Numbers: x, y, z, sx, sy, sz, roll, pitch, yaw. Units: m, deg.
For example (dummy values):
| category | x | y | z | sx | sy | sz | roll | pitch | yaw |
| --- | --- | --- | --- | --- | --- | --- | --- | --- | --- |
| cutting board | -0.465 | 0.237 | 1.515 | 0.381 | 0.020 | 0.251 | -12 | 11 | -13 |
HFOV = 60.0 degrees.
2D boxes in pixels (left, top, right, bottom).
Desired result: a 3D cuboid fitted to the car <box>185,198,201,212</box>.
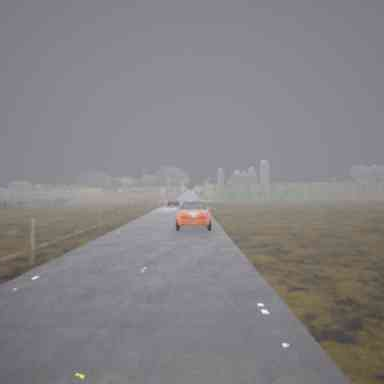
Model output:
| category | x | y | z | sx | sy | sz | roll | pitch | yaw |
| --- | --- | --- | --- | --- | --- | --- | --- | --- | --- |
| car | 0.094 | 1.511 | 39.231 | 1.812 | 1.442 | 4.674 | 0 | 0 | 0 |

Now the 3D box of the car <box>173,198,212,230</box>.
| category | x | y | z | sx | sy | sz | roll | pitch | yaw |
| --- | --- | --- | --- | --- | --- | --- | --- | --- | --- |
| car | 0.092 | 1.364 | 21.111 | 2.097 | 1.767 | 4.553 | 0 | 0 | 0 |

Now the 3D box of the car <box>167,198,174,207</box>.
| category | x | y | z | sx | sy | sz | roll | pitch | yaw |
| --- | --- | --- | --- | --- | --- | --- | --- | --- | --- |
| car | -2.768 | 1.564 | 49.946 | 1.895 | 1.301 | 4.718 | 0 | 0 | 0 |
